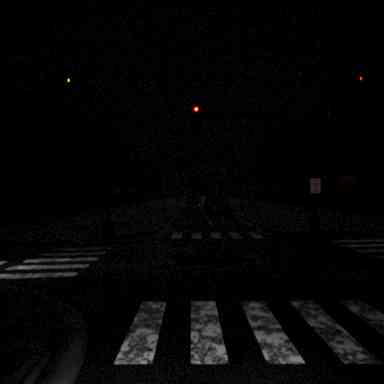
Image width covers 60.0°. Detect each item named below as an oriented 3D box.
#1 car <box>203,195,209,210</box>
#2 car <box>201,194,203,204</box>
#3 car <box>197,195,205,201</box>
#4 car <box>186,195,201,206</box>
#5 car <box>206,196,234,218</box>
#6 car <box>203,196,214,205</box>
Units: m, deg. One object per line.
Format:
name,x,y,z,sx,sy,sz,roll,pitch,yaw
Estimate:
car,2.580,1.337,35.137,2.192,1.841,5.009,-1,0,0
car,2.572,1.347,40.540,2.192,1.841,5.009,-1,0,0
car,2.498,1.650,94.564,1.967,1.590,4.097,-1,0,0
car,-0.016,1.633,55.966,1.994,1.385,4.181,0,0,0
car,2.589,1.453,29.735,1.967,1.590,4.097,-1,0,0
car,2.941,1.541,61.126,1.801,1.575,5.366,0,0,0
